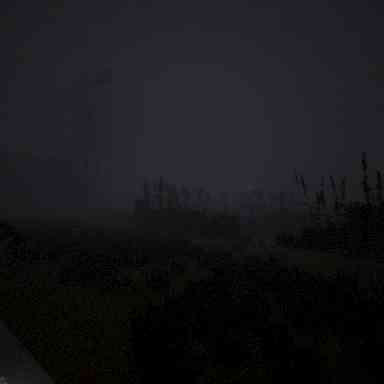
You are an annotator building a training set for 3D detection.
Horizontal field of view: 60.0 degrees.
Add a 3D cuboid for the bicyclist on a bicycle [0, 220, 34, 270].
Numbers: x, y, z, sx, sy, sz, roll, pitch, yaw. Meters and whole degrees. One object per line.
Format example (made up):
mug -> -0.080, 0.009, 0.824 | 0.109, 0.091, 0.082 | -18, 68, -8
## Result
bicyclist on a bicycle -> -5.825, 1.724, 10.497 | 1.656, 1.620, 0.582 | 4, -4, -42
